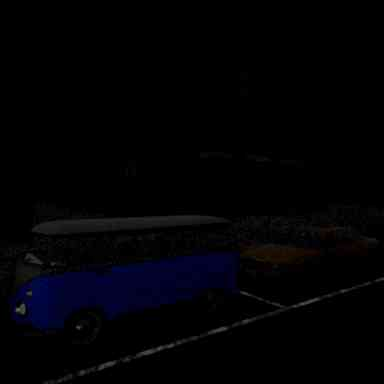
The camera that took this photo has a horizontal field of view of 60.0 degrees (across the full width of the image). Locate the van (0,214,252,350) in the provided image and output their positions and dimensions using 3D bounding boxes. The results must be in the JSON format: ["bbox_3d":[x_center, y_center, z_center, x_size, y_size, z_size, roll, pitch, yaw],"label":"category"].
[{"bbox_3d":[-1.006,1.339,5.927,3.998,1.788,1.690,0,0,-35],"label":"van"}]

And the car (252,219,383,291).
[{"bbox_3d":[3.291,1.520,8.976,4.829,1.417,1.752,0,0,-35],"label":"car"}]
